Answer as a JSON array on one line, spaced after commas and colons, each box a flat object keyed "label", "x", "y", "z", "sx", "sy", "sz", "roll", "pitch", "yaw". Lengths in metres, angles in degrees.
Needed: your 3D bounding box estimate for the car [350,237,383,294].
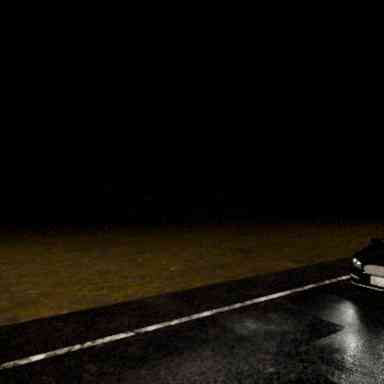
[{"label": "car", "x": 5.775, "y": 1.555, "z": 8.108, "sx": 4.902, "sy": 1.511, "sz": 2.128, "roll": 0, "pitch": 0, "yaw": -35}]
